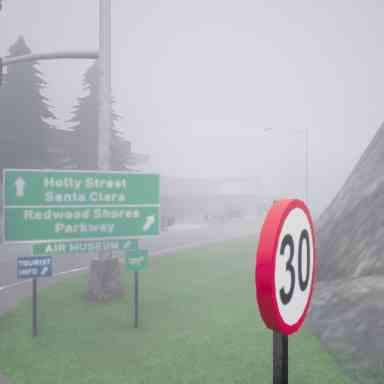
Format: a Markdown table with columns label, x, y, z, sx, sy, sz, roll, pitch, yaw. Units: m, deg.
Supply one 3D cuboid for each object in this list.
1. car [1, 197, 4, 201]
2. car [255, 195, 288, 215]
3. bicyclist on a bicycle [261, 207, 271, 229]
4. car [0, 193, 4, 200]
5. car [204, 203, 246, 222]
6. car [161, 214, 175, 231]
| label | x | y | z | sx | sy | sz | roll | pitch | yaw |
| --- | --- | --- | --- | --- | --- | --- | --- | --- | --- |
| car | -12.297 | 1.505 | 26.109 | 1.905 | 1.878 | 3.866 | 0 | 0 | 35 |
| car | 8.995 | 1.413 | 36.662 | 2.150 | 2.045 | 5.566 | 0 | 0 | 36 |
| bicyclist on a bicycle | 4.641 | 1.643 | 18.728 | 1.656 | 1.620 | 0.582 | 0 | 0 | 36 |
| car | -38.345 | 1.489 | 70.143 | 4.514 | 1.523 | 2.007 | 0 | 0 | 35 |
| car | 2.871 | 1.683 | 28.321 | 2.128 | 1.511 | 4.902 | 0 | 0 | 36 |
| car | -3.176 | 1.792 | 20.067 | 1.895 | 1.301 | 4.718 | 0 | 0 | 36 |
